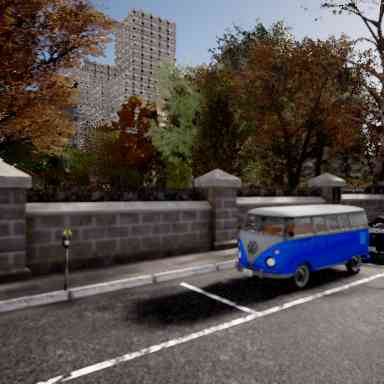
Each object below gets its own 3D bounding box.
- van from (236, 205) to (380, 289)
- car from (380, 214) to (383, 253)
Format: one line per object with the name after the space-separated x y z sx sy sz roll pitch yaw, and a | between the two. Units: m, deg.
2.962 1.256 8.663 3.998 1.788 1.690 -1 2 -35 | van
7.473 1.416 11.855 4.313 1.339 1.947 -1 2 -35 | car
